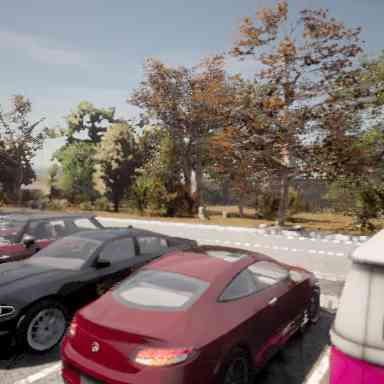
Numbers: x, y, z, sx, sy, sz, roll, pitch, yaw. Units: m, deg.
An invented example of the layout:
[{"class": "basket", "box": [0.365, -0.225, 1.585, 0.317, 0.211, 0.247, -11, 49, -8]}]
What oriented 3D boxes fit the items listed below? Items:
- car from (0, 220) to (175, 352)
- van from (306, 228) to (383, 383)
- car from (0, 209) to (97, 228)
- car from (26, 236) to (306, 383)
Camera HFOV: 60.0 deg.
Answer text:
[{"class": "car", "box": [-1.811, 1.473, 6.450, 2.097, 1.535, 5.008, 0, 0, 36]}, {"class": "van", "box": [2.771, 1.256, 3.312, 1.878, 1.987, 4.442, 0, 0, 36]}, {"class": "car", "box": [-4.055, 1.343, 8.085, 2.185, 1.767, 4.553, 0, 0, 36]}, {"class": "car", "box": [0.443, 1.518, 4.830, 2.002, 1.452, 4.674, 0, 0, 36]}]
